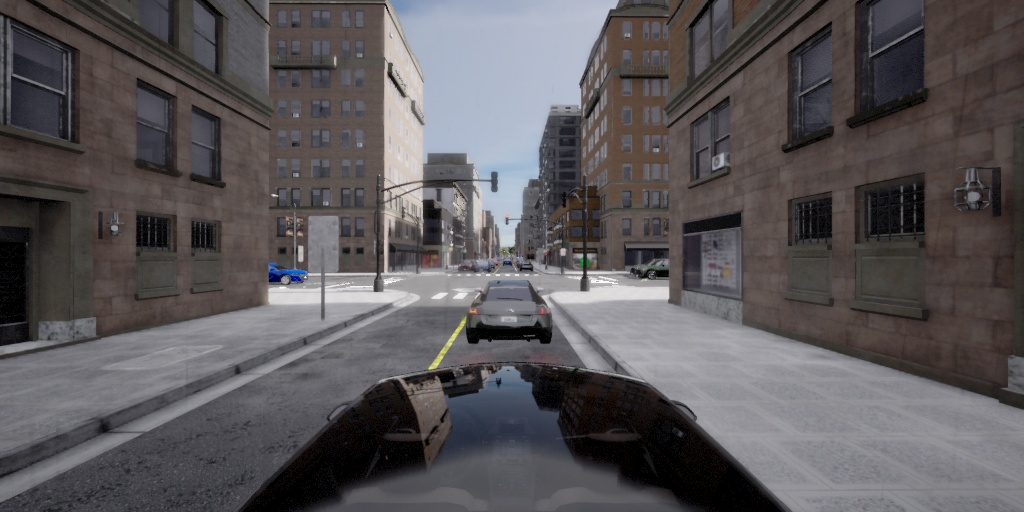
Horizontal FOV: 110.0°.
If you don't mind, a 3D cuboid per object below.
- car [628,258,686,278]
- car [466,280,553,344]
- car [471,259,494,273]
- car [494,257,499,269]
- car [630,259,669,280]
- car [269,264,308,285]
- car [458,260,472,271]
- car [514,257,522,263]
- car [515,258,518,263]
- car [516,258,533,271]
[{"bbox_3d":[13.361,1.056,33.313,4.553,1.767,2.097,0,0,-1],"label":"car"},{"bbox_3d":[-0.070,1.315,9.614,1.994,1.385,4.181,0,0,0],"label":"car"},{"bbox_3d":[-3.574,1.315,44.668,1.812,1.442,4.674,0,0,1],"label":"car"},{"bbox_3d":[-3.647,1.360,57.283,2.033,1.411,5.357,0,0,0],"label":"car"},{"bbox_3d":[12.714,1.052,30.053,4.553,1.767,2.097,0,0,-1],"label":"car"},{"bbox_3d":[-17.583,1.291,26.197,5.008,1.535,1.882,0,0,1],"label":"car"},{"bbox_3d":[-6.124,1.236,48.620,1.967,1.591,4.097,0,0,0],"label":"car"},{"bbox_3d":[1.766,1.395,65.217,1.948,1.339,4.313,0,0,0],"label":"car"},{"bbox_3d":[1.811,1.399,59.707,1.802,1.307,4.207,0,0,0],"label":"car"},{"bbox_3d":[1.901,1.362,48.685,1.948,1.339,4.313,0,0,0],"label":"car"}]
